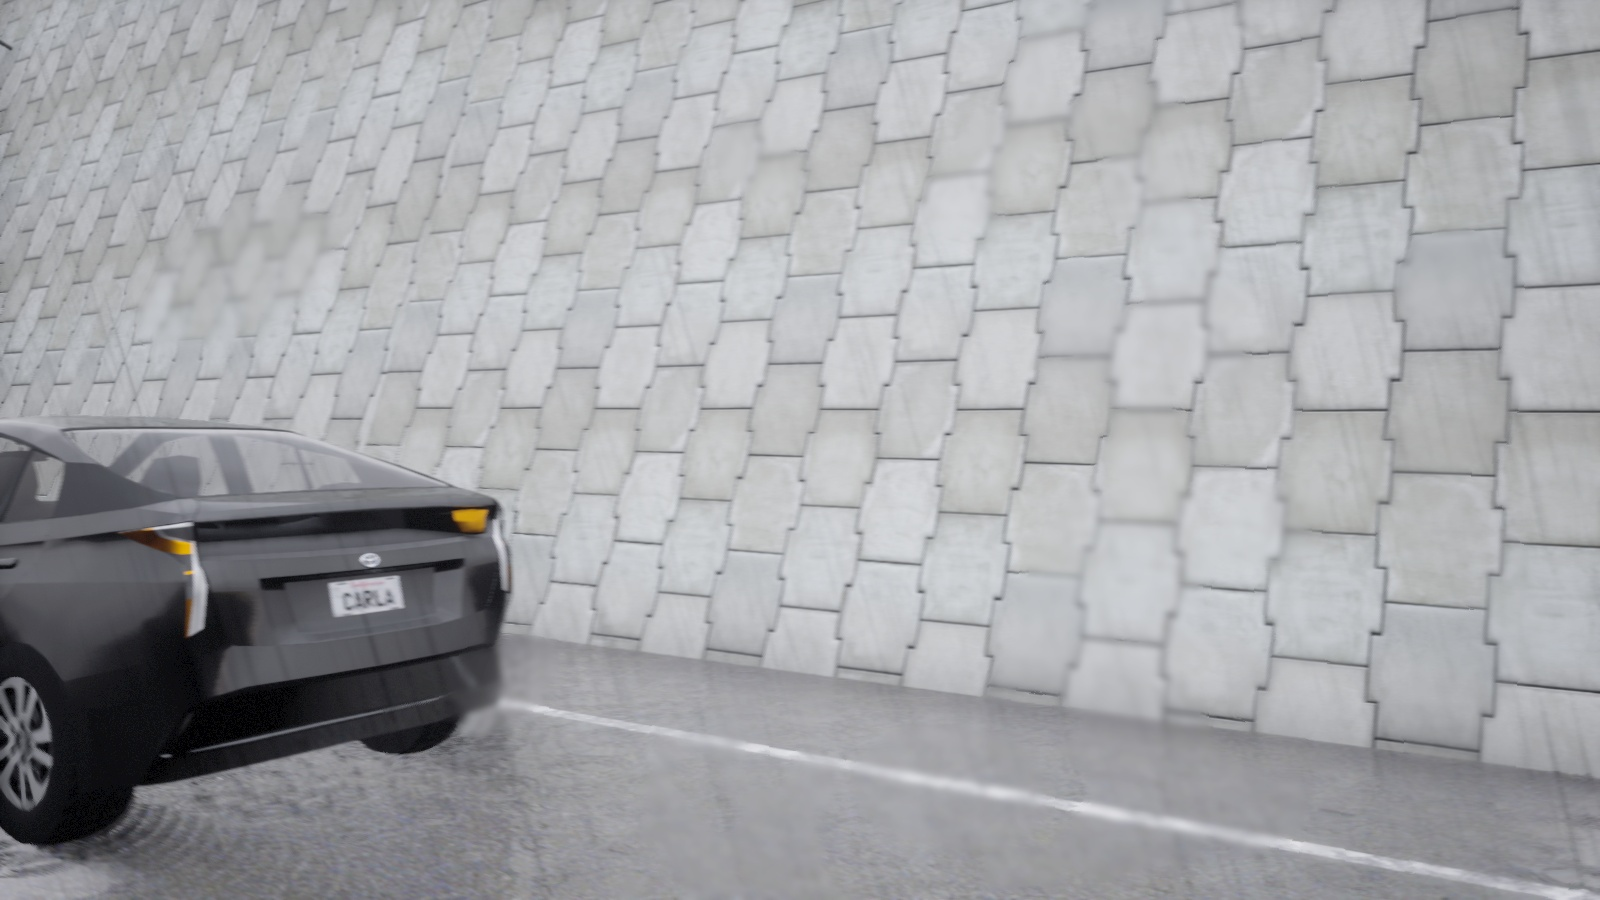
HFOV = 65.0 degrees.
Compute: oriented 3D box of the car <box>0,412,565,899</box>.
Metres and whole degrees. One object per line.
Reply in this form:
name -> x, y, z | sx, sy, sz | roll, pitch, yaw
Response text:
car -> -3.478, 0.629, 5.933 | 4.514, 1.525, 2.007 | 0, 1, 34
